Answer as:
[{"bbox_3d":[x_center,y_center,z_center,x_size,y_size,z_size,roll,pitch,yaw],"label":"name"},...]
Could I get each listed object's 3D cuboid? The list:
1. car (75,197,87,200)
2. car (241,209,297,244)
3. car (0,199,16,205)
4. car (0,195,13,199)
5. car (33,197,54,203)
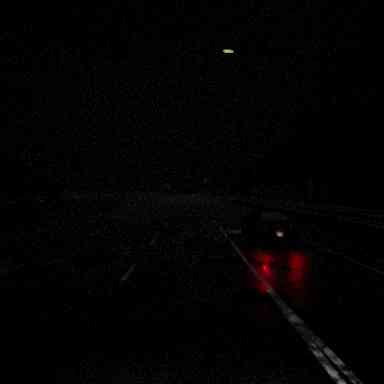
[{"bbox_3d":[-17.532,1.518,52.831,1.994,1.385,4.181,0,0,1],"label":"car"},{"bbox_3d":[3.525,1.510,15.694,1.812,1.442,4.674,0,0,0],"label":"car"},{"bbox_3d":[-17.600,1.569,28.962,1.895,1.301,4.718,0,0,0],"label":"car"},{"bbox_3d":[-28.040,1.303,48.949,2.097,1.767,4.553,0,0,0],"label":"car"},{"bbox_3d":[-24.515,1.482,55.160,1.812,1.442,4.674,0,0,0],"label":"car"}]
